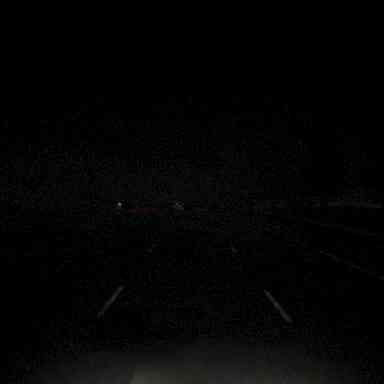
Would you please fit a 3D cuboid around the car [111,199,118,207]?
[{"bbox_3d":[-15.344,2.242,68.769,1.837,1.490,4.892,0,-1,-30],"label":"car"}]

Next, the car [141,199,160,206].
[{"bbox_3d":[-9.046,2.319,71.824,2.033,1.411,5.357,0,-1,-30],"label":"car"}]

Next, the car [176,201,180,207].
[{"bbox_3d":[-3.447,2.495,67.940,1.895,1.301,4.718,0,-1,-26],"label":"car"}]

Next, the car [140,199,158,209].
[{"bbox_3d":[-8.243,2.157,60.897,2.097,1.767,4.553,0,-1,-22],"label":"car"}]

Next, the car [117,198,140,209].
[{"bbox_3d":[-11.369,2.275,59.220,2.128,1.511,4.902,0,-1,-22],"label":"car"}]

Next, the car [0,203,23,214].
[{"bbox_3d":[-21.202,2.000,38.165,2.128,1.511,4.902,0,-1,-3],"label":"car"}]

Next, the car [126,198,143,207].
[{"bbox_3d":[-12.180,2.115,70.273,2.097,1.767,4.553,0,-1,-30],"label":"car"}]

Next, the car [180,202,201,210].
[{"bbox_3d":[-0.091,2.370,58.361,1.895,1.301,4.718,0,-1,-18],"label":"car"}]

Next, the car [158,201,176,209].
[{"bbox_3d":[-5.161,2.391,62.631,1.994,1.385,4.181,0,-1,-22],"label":"car"}]
